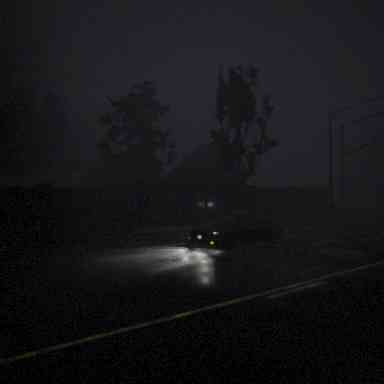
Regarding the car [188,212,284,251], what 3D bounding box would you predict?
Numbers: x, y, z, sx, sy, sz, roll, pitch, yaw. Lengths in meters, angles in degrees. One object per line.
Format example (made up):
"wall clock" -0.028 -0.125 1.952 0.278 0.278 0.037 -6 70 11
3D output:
"car" 1.916 1.537 13.951 4.181 1.385 1.994 0 0 -35
